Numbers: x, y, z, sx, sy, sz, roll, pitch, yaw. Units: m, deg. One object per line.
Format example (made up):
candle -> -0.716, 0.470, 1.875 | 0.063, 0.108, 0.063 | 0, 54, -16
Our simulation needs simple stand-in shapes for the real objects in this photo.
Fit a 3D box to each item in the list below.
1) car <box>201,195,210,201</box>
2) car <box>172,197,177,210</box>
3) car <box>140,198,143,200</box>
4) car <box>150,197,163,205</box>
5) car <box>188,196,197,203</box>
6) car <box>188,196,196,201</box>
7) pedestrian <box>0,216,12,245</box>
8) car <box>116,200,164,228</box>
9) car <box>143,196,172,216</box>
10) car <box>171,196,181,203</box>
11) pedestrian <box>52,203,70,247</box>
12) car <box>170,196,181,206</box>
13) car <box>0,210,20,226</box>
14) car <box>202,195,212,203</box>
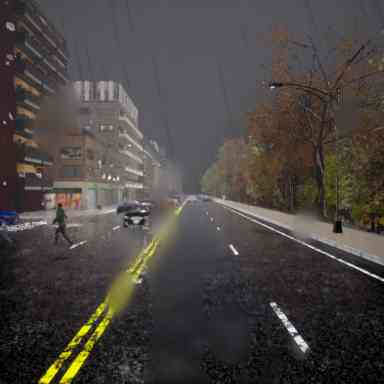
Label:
car -> 3.266, 1.474, 80.211 | 2.033, 1.411, 5.357 | 0, 0, 0
car -> -3.341, 1.606, 42.978 | 1.895, 1.301, 4.718 | 0, 0, 0
car -> -6.587, 1.609, 34.967 | 1.895, 1.301, 4.718 | 0, 0, 0
car -> -6.548, 1.614, 62.301 | 1.895, 1.301, 4.718 | 0, 0, 0
car -> 0.014, 1.605, 70.241 | 1.895, 1.301, 4.718 | 0, 0, 0
car -> 0.016, 1.529, 80.241 | 1.895, 1.301, 4.718 | 0, 0, 0
pedestrian -> -7.955, 1.574, 14.069 | 0.375, 1.300, 0.375 | 0, 0, 0
car -> -3.356, 1.535, 22.478 | 2.128, 1.511, 4.902 | 0, 0, 0
car -> -3.346, 1.499, 32.885 | 1.882, 1.535, 5.008 | 0, 0, 0
car -> -3.246, 1.541, 68.177 | 1.812, 1.442, 4.674 | 0, 0, 0
pedestrian -> -5.284, 1.294, 13.469 | 0.375, 1.860, 0.375 | 0, 0, 0
car -> -3.329, 1.361, 53.439 | 2.097, 1.767, 4.553 | 0, 0, 0
car -> -14.298, 1.645, 22.570 | 5.008, 1.535, 1.882 | -1, 0, 4
car -> 3.264, 1.605, 70.241 | 1.895, 1.301, 4.718 | 0, 0, 0
